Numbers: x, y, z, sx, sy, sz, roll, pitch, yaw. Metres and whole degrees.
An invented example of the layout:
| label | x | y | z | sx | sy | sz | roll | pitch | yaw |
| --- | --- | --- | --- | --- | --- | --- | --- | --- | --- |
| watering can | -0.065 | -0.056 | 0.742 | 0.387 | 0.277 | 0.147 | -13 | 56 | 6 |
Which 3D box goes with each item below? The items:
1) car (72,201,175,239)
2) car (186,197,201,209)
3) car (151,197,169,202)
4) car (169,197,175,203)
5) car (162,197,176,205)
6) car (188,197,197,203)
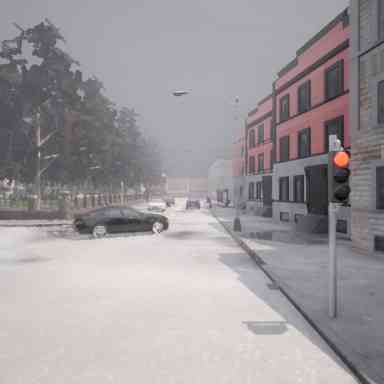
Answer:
| label | x | y | z | sx | sy | sz | roll | pitch | yaw |
| --- | --- | --- | --- | --- | --- | --- | --- | --- | --- |
| car | -3.658 | 1.477 | 17.505 | 5.008 | 1.535 | 1.882 | 0 | 1 | -30 |
| car | 0.160 | 1.524 | 46.232 | 1.812 | 1.442 | 4.674 | 0 | 0 | 0 |
| car | -4.039 | 1.525 | 38.891 | 1.812 | 1.442 | 4.674 | 0 | 0 | 0 |
| car | -4.035 | 1.600 | 48.986 | 1.895 | 1.301 | 4.718 | 0 | 0 | 0 |
| car | -3.995 | 1.546 | 59.319 | 2.033 | 1.411 | 5.357 | 0 | 0 | 1 |
| car | 0.096 | 1.799 | 73.218 | 1.895 | 1.301 | 4.718 | 0 | 0 | 0 |
